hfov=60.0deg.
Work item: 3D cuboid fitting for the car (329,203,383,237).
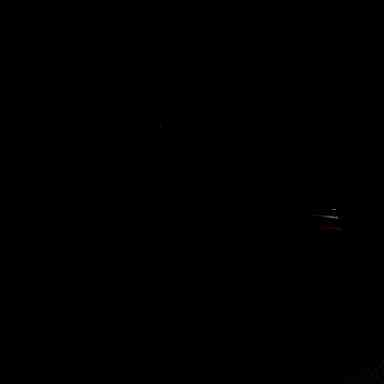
[{"bbox_3d":[10.312,1.610,18.535,2.128,1.511,4.902,0,0,-15],"label":"car"}]

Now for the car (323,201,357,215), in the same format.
[{"bbox_3d":[15.975,1.712,35.007,4.892,1.490,1.837,1,-2,-28],"label":"car"}]
